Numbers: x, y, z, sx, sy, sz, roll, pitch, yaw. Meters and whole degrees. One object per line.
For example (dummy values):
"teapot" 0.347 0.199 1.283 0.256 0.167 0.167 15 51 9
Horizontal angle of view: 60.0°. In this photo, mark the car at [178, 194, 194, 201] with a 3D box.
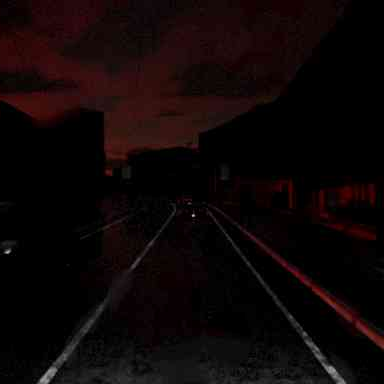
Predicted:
"car" -0.710 1.064 42.743 1.837 1.490 4.892 0 1 -7

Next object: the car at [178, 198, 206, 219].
"car" 0.096 1.425 26.969 1.895 1.301 4.718 0 1 0

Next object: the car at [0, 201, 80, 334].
"car" -3.600 1.217 5.348 2.150 2.045 5.566 0 0 0
